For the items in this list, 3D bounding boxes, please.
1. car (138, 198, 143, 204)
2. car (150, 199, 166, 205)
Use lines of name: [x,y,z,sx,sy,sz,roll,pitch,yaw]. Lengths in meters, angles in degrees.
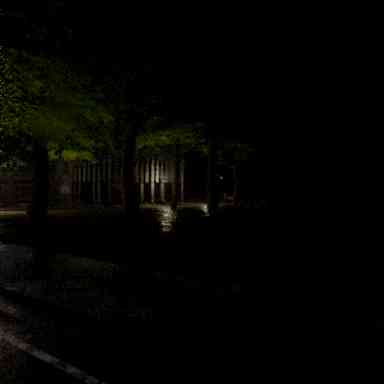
car: [-12.051,1.924,68.039,1.882,1.535,5.008,0,-1,34]
car: [-6.765,2.189,70.499,1.882,1.535,5.008,0,0,34]
